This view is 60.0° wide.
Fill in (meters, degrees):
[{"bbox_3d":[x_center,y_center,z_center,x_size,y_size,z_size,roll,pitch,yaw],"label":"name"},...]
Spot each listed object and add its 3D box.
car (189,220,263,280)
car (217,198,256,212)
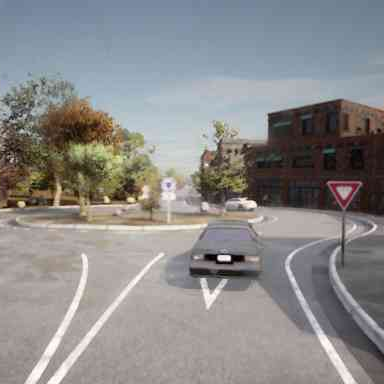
[{"bbox_3d":[1.133,1.547,9.970,2.033,1.411,5.357,0,0,9],"label":"car"},{"bbox_3d":[4.862,1.344,36.569,1.812,1.442,4.674,-2,1,-45],"label":"car"}]
